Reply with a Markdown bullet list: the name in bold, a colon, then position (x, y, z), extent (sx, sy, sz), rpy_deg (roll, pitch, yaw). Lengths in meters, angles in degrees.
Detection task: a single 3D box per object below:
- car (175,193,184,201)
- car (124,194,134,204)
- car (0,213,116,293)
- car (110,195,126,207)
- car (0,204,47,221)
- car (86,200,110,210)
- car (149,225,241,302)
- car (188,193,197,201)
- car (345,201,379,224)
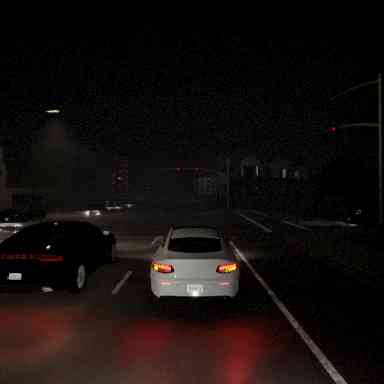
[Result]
- **car**: position (-3.455, 1.417, 88.985), extent (2.150, 2.045, 5.566), rpy_deg (0, 0, 0)
- **car**: position (-13.964, 1.517, 71.513), extent (2.150, 2.045, 5.566), rpy_deg (0, 1, 0)
- **car**: position (-3.425, 1.498, 8.945), extent (1.882, 1.535, 5.008), rpy_deg (0, 0, 0)
- **car**: position (-14.032, 1.765, 60.554), extent (2.097, 1.767, 4.553), rpy_deg (0, 0, 0)
- **car**: position (-14.088, 1.727, 27.976), extent (2.033, 1.411, 5.357), rpy_deg (0, -1, 0)
- **car**: position (-14.078, 2.004, 48.993), extent (1.895, 1.301, 4.718), rpy_deg (0, -1, 0)
- **car**: position (0.071, 1.540, 8.158), extent (1.812, 1.442, 4.674), rpy_deg (0, 0, 0)
- **car**: position (0.045, 1.413, 89.285), extent (2.150, 2.045, 5.566), rpy_deg (0, -1, 0)
- **car**: position (14.262, 1.490, 25.471), extent (4.553, 1.767, 2.097), rpy_deg (0, -1, 0)
